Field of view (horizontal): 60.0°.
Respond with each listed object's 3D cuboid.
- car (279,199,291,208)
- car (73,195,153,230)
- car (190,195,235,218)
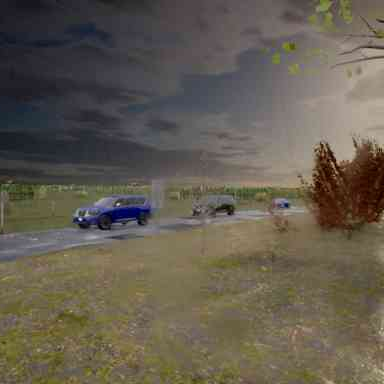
[{"bbox_3d":[11.867,1.595,45.274,1.882,1.535,5.008,0,0,36],"label":"car"},{"bbox_3d":[-4.938,1.257,21.727,2.150,2.045,5.566,0,0,35],"label":"car"},{"bbox_3d":[2.069,1.292,31.583,2.150,2.045,5.566,0,0,35],"label":"car"}]
